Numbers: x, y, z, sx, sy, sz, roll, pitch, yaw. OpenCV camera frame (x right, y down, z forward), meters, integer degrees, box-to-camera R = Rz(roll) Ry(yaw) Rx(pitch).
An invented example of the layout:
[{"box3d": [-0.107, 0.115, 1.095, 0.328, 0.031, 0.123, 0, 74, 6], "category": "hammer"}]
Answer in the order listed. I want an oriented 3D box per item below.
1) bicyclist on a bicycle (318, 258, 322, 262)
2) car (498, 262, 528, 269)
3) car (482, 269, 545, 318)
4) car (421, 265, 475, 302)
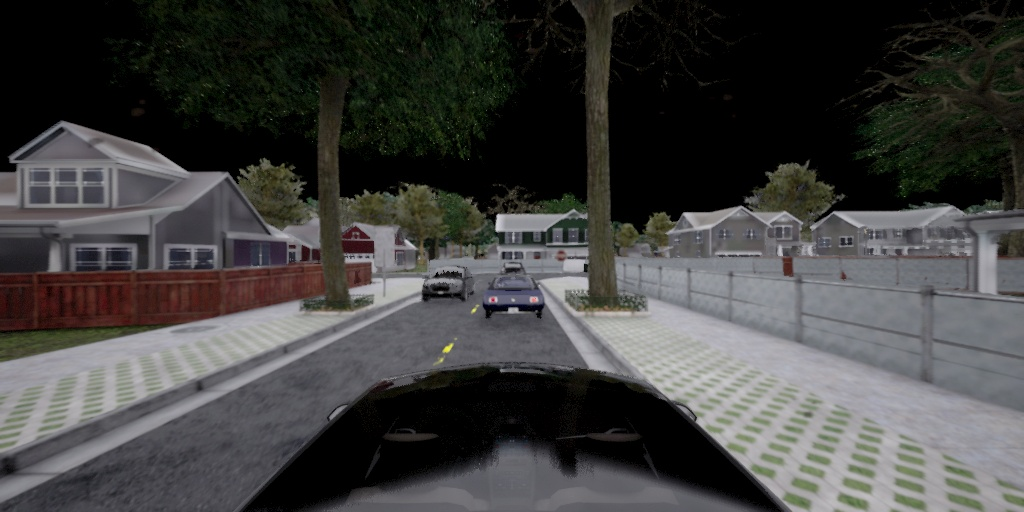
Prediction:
[{"box3d": [-20.005, 1.079, 37.435, 0.582, 1.620, 1.656, 0, 1, 1], "category": "bicyclist on a bicycle"}, {"box3d": [0.064, 1.174, 26.069, 1.837, 1.490, 4.892, 0, 0, 0], "category": "car"}, {"box3d": [0.067, 1.314, 12.801, 1.895, 1.301, 4.718, 0, 0, 1], "category": "car"}, {"box3d": [-2.813, 1.207, 16.657, 1.837, 1.490, 4.892, 0, 0, 0], "category": "car"}]
